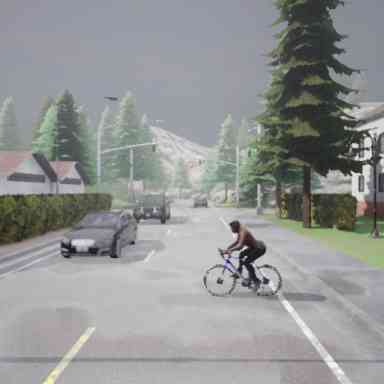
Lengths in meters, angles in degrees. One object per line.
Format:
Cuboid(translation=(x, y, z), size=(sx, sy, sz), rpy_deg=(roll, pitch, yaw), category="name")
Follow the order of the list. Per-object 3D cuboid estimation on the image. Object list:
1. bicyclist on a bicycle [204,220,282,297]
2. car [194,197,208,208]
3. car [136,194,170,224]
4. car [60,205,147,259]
Cuboid(translation=(1.074, 1.429, 7.047), size=(1.656, 1.620, 0.582), rpy_deg=(0, 0, 2), category="bicyclist on a bicycle")
Cuboid(translation=(1.286, 1.456, 46.988), size=(2.128, 1.511, 4.902), rpy_deg=(0, 0, 3), category="car")
Cuboid(translation=(-2.878, 1.206, 25.128), size=(2.150, 2.045, 5.566), rpy_deg=(0, 0, 2), category="car")
Cuboid(translation=(-3.295, 1.482, 12.645), size=(2.128, 1.511, 4.902), rpy_deg=(0, 0, 2), category="car")
